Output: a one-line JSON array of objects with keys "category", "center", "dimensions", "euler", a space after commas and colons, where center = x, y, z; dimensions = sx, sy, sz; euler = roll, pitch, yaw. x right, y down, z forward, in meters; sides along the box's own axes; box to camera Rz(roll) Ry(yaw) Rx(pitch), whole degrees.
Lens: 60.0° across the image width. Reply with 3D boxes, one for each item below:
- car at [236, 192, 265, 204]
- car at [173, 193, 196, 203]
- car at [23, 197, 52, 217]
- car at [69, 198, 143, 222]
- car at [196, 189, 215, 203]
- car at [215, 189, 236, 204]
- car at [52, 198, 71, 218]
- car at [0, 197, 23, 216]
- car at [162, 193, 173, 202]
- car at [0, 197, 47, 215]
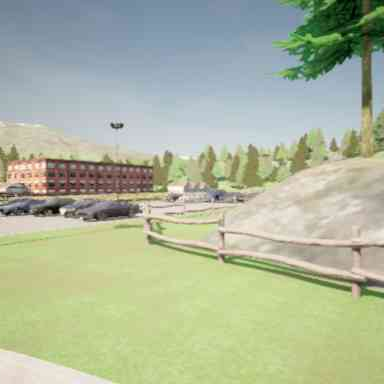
[{"category": "car", "center": [8.544, 0.856, 46.233], "dimensions": [2.128, 1.511, 4.902], "euler": [0, 1, 35]}, {"category": "car", "center": [-0.451, 0.936, 51.685], "dimensions": [1.812, 1.442, 4.674], "euler": [0, 1, 35]}, {"category": "car", "center": [-11.614, 1.280, 29.054], "dimensions": [1.882, 1.535, 5.008], "euler": [0, 1, 34]}, {"category": "car", "center": [-6.043, 1.331, 24.800], "dimensions": [2.033, 1.411, 5.357], "euler": [0, 1, 34]}, {"category": "car", "center": [3.443, 0.593, 51.164], "dimensions": [2.150, 2.045, 5.566], "euler": [0, 0, 35]}, {"category": "car", "center": [5.702, 0.726, 48.277], "dimensions": [2.097, 1.767, 4.553], "euler": [0, 1, 35]}, {"category": "car", "center": [-8.506, 1.276, 27.403], "dimensions": [2.128, 1.511, 4.902], "euler": [0, 1, 34]}, {"category": "car", "center": [-14.805, 1.371, 30.584], "dimensions": [2.033, 1.411, 5.357], "euler": [0, 1, 34]}, {"category": "car", "center": [-2.951, 0.904, 54.217], "dimensions": [2.128, 1.511, 4.902], "euler": [0, 1, 35]}, {"category": "car", "center": [-17.256, 1.329, 33.201], "dimensions": [1.837, 1.490, 4.892], "euler": [0, 1, 34]}]
